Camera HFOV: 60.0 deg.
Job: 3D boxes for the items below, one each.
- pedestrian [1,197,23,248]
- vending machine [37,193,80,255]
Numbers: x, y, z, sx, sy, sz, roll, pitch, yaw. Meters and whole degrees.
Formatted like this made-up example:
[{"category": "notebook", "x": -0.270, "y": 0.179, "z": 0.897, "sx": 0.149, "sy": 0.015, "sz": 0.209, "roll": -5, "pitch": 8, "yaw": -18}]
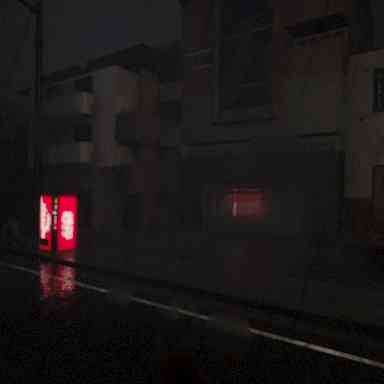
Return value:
[{"category": "pedestrian", "x": -6.289, "y": 1.045, "z": 11.618, "sx": 0.375, "sy": 1.860, "sz": 0.375, "roll": 1, "pitch": 1, "yaw": 35}, {"category": "vending machine", "x": -4.833, "y": 1.107, "z": 12.039, "sx": 0.880, "sy": 2.100, "sz": 1.100, "roll": 1, "pitch": 0, "yaw": 35}]
